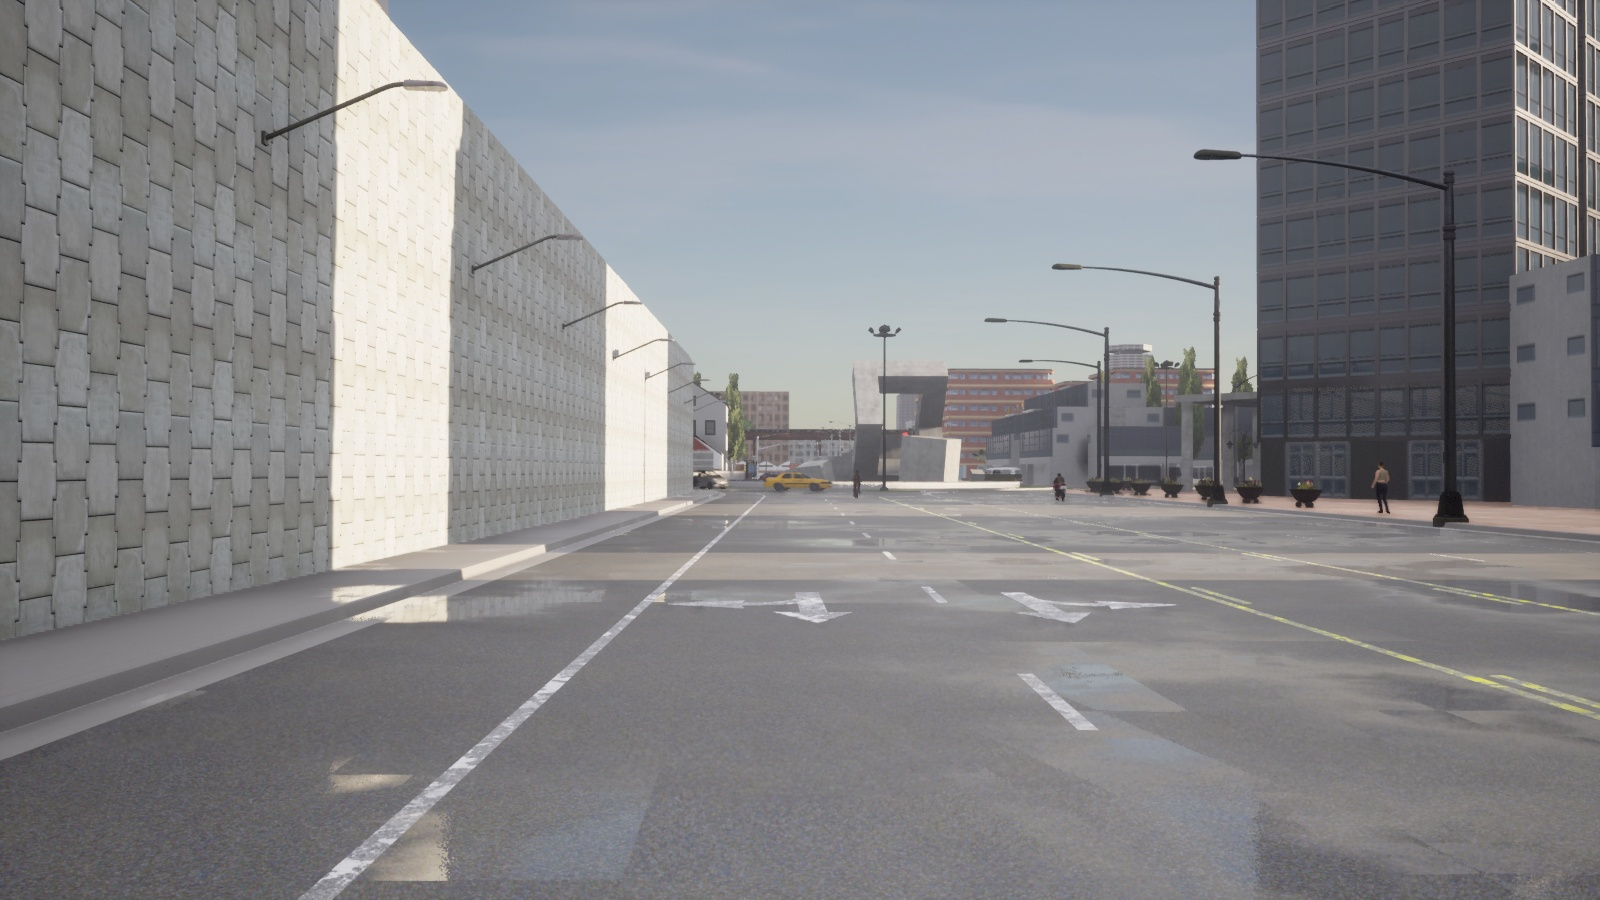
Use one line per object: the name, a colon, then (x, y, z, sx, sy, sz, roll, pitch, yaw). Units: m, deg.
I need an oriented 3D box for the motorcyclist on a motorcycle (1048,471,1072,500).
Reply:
motorcyclist on a motorcycle: (13.676, 1.850, 66.166, 0.797, 1.523, 2.044, 0, -1, 0)

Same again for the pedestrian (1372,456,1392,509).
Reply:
pedestrian: (20.218, 1.120, 43.639, 0.345, 1.836, 0.594, 0, -1, -5)

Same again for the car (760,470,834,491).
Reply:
car: (-0.229, 2.369, 96.396, 5.366, 1.575, 1.801, -1, -1, 20)
